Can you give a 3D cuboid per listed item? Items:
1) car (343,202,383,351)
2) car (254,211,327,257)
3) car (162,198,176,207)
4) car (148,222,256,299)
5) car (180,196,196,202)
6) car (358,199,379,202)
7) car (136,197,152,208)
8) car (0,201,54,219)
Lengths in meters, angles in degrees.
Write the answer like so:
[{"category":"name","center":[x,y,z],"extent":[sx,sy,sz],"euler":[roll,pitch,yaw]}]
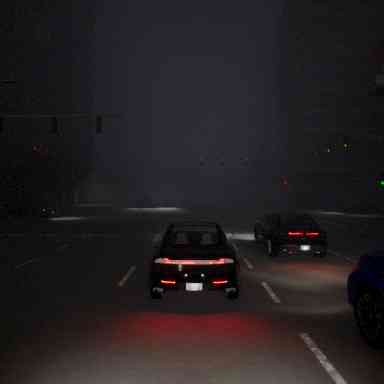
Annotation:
[{"category":"car","center":[3.606,1.218,3.053],"extent":[2.150,2.045,5.566],"euler":[0,0,0]},{"category":"car","center":[3.616,1.505,12.880],"extent":[1.837,1.490,4.892],"euler":[0,0,1]},{"category":"car","center":[-3.494,1.601,51.363],"extent":[1.895,1.301,4.718],"euler":[0,0,1]},{"category":"car","center":[0.066,1.492,8.413],"extent":[2.128,1.511,4.902],"euler":[0,0,1]},{"category":"car","center":[-1.018,1.566,73.312],"extent":[1.895,1.301,4.718],"euler":[0,0,-27]},{"category":"car","center":[18.678,1.526,35.673],"extent":[4.674,1.442,1.812],"euler":[0,0,0]},{"category":"car","center":[-7.010,1.505,48.730],"extent":[1.837,1.490,4.892],"euler":[0,0,0]},{"category":"car","center":[-14.306,1.505,28.333],"extent":[4.892,1.490,1.837],"euler":[0,0,0]}]
